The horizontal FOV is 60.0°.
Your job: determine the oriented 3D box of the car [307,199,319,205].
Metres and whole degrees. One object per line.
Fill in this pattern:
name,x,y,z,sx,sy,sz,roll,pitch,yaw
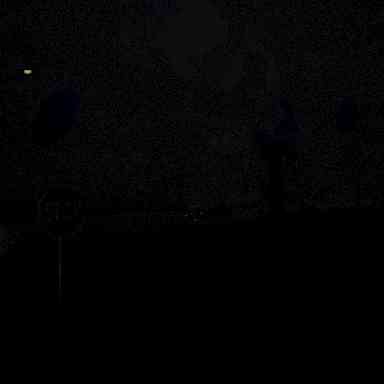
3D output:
car,30.444,2.532,83.637,1.895,1.301,4.718,1,0,36

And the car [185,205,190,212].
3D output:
car,1.041,1.928,42.835,1.812,1.442,4.674,1,1,36

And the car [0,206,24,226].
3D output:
car,-13.790,1.633,22.262,1.812,1.442,4.674,1,0,36

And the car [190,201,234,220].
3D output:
car,2.320,1.838,32.646,1.882,1.535,5.008,1,0,36
